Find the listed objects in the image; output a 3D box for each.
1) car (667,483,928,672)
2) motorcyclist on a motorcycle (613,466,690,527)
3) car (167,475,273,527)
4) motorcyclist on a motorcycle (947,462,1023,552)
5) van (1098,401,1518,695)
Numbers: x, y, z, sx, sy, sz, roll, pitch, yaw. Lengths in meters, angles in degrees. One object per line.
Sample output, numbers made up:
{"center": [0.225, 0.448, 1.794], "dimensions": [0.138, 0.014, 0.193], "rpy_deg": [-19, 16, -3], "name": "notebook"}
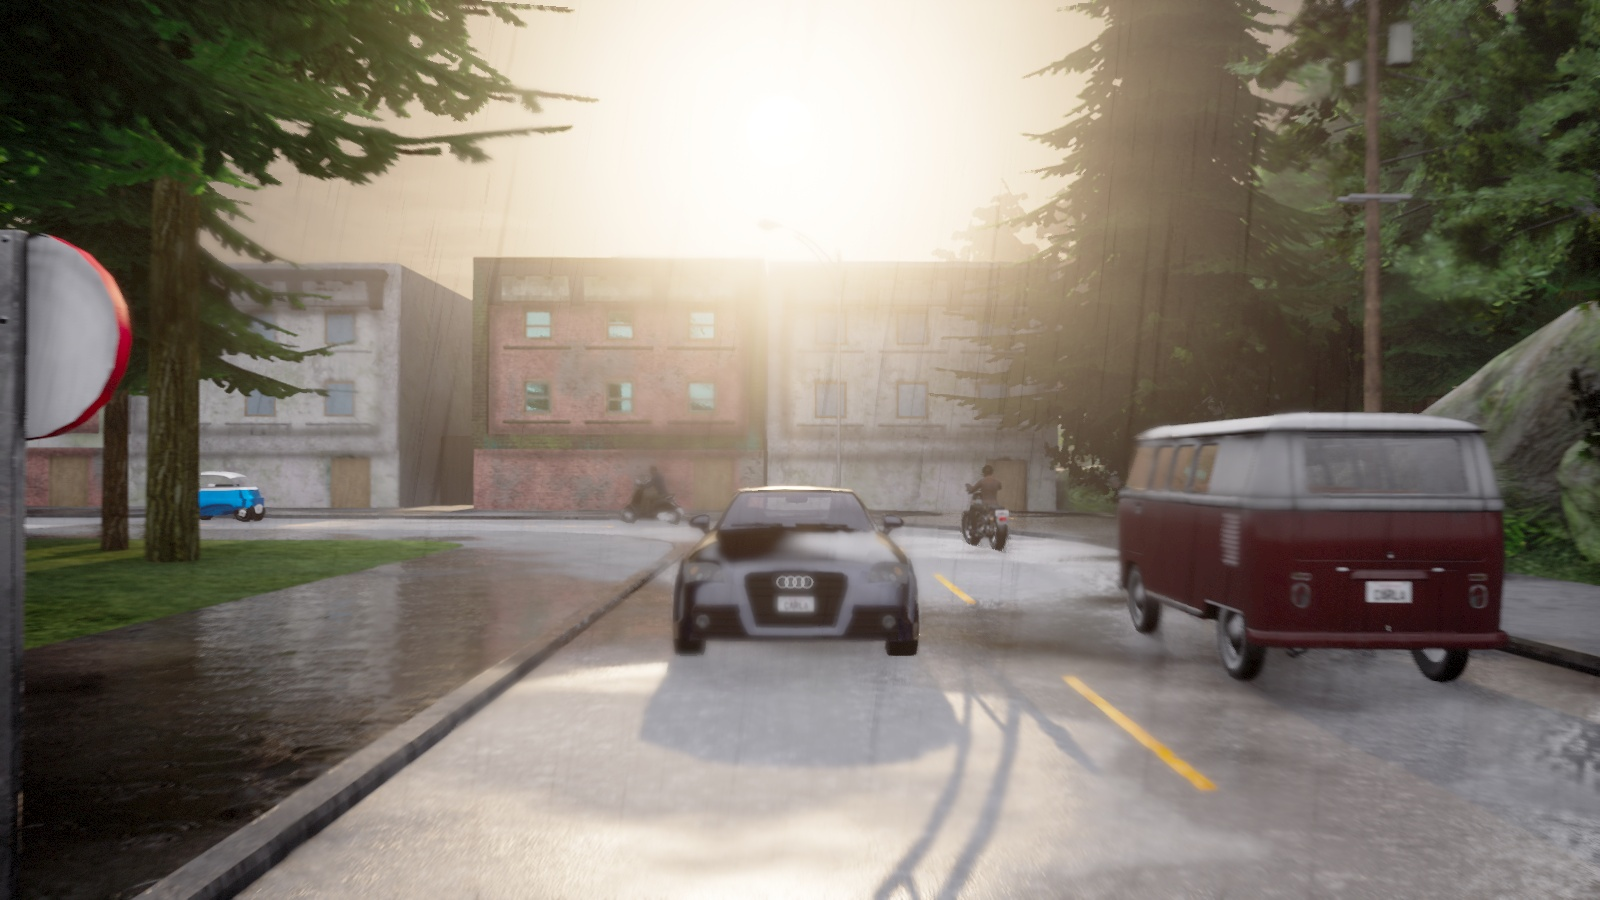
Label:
{"center": [-0.025, 1.032, 11.711], "dimensions": [1.994, 1.385, 4.181], "rpy_deg": [0, -1, 0], "name": "car"}
{"center": [-3.980, 1.237, 33.662], "dimensions": [1.817, 1.590, 0.866], "rpy_deg": [-1, 1, 21], "name": "motorcyclist on a motorcycle"}
{"center": [-15.903, 1.397, 34.498], "dimensions": [2.207, 1.376, 1.481], "rpy_deg": [0, -1, 1], "name": "car"}
{"center": [3.585, 1.080, 24.566], "dimensions": [0.766, 1.649, 2.350], "rpy_deg": [-1, -1, -9], "name": "motorcyclist on a motorcycle"}
{"center": [3.973, 0.692, 10.750], "dimensions": [1.775, 1.987, 4.442], "rpy_deg": [0, -1, 0], "name": "van"}
